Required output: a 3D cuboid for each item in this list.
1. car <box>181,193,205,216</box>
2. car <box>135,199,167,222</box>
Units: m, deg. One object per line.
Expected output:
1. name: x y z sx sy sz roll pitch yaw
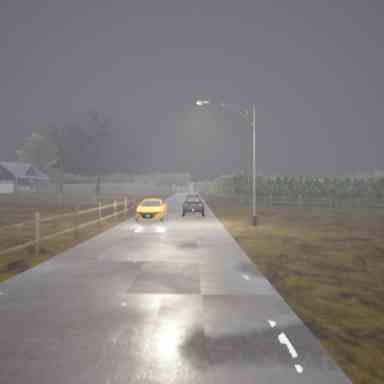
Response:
1. car: 0.109 1.155 28.587 2.128 1.511 4.902 0 1 0
2. car: -2.839 1.230 23.907 1.882 1.535 5.008 0 1 0
